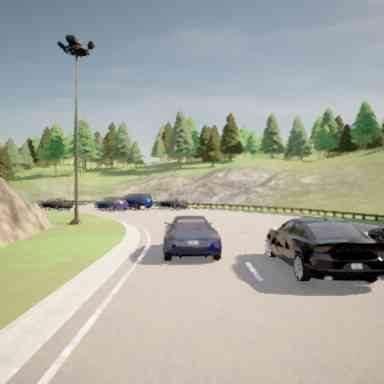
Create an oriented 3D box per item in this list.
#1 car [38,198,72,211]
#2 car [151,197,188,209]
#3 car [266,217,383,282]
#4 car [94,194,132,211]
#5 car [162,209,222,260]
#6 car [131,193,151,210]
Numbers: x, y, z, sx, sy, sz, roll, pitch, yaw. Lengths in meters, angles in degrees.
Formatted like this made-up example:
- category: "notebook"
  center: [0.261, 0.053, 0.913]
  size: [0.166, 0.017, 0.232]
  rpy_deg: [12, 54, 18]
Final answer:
- category: "car"
  center: [-17.074, 1.477, 41.464]
  size: [4.902, 1.511, 2.128]
  rpy_deg: [0, -1, 30]
- category: "car"
  center: [-2.639, 1.478, 43.551]
  size: [4.902, 1.511, 2.128]
  rpy_deg: [0, 0, 45]
- category: "car"
  center: [3.572, 1.475, 9.769]
  size: [1.882, 1.535, 5.008]
  rpy_deg: [0, 0, -1]
- category: "car"
  center: [-9.899, 1.339, 40.452]
  size: [4.553, 1.767, 2.097]
  rpy_deg: [0, 0, 40]
- category: "car"
  center: [-0.103, 1.560, 12.439]
  size: [1.994, 1.385, 4.181]
  rpy_deg: [0, 0, -4]
- category: "car"
  center: [-7.556, 1.207, 43.516]
  size: [5.566, 2.045, 2.150]
  rpy_deg: [0, -1, 38]
